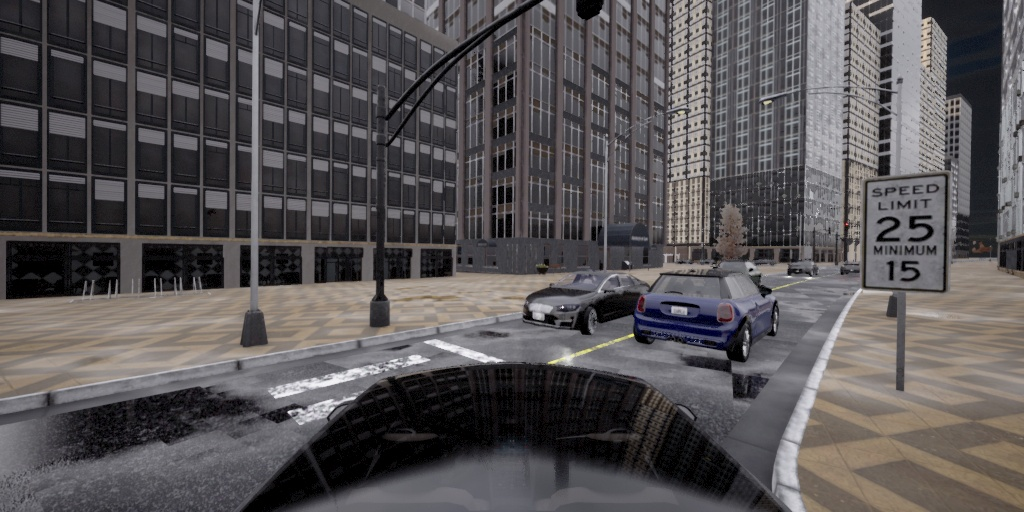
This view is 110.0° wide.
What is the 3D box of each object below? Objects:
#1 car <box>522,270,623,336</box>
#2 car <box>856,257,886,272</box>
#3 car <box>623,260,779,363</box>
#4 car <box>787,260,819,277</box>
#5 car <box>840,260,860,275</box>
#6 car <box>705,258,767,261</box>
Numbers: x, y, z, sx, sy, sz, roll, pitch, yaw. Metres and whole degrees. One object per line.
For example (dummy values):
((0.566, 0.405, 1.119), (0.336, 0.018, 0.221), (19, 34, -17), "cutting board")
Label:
((2.353, 1.189, 10.431), (2.128, 1.511, 4.902), (1, 1, 44), "car")
((44.278, 1.009, 44.183), (4.553, 1.767, 2.097), (0, 1, -39), "car")
((4.773, 1.089, 8.537), (2.097, 1.767, 4.553), (1, 1, 45), "car")
((28.173, 1.166, 34.681), (4.892, 1.490, 1.837), (0, 0, -41), "car")
((34.486, 1.171, 36.011), (4.902, 1.511, 2.128), (0, 1, -41), "car")
((12.736, 1.029, 20.633), (4.553, 1.767, 2.097), (0, 1, -43), "car")
